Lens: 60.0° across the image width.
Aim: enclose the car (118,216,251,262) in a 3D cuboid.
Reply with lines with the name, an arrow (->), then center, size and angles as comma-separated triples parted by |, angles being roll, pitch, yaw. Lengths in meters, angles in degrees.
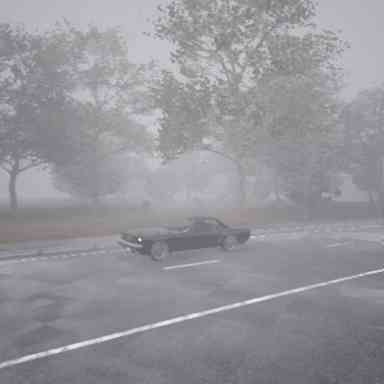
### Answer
car -> -0.200, 1.565, 12.109 | 4.718, 1.301, 1.895 | 0, 0, -33
